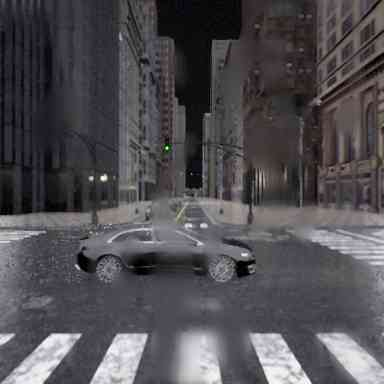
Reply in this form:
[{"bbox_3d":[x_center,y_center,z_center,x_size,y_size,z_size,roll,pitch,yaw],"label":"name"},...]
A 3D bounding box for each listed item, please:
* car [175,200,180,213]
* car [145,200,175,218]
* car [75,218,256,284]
[{"bbox_3d":[-2.980,1.938,44.199,2.033,1.411,5.357,0,-1,0],"label":"car"},{"bbox_3d":[-2.990,1.621,30.567,2.097,1.767,4.553,0,-1,0],"label":"car"},{"bbox_3d":[-0.716,1.636,9.342,4.902,1.511,2.128,0,0,0],"label":"car"}]
